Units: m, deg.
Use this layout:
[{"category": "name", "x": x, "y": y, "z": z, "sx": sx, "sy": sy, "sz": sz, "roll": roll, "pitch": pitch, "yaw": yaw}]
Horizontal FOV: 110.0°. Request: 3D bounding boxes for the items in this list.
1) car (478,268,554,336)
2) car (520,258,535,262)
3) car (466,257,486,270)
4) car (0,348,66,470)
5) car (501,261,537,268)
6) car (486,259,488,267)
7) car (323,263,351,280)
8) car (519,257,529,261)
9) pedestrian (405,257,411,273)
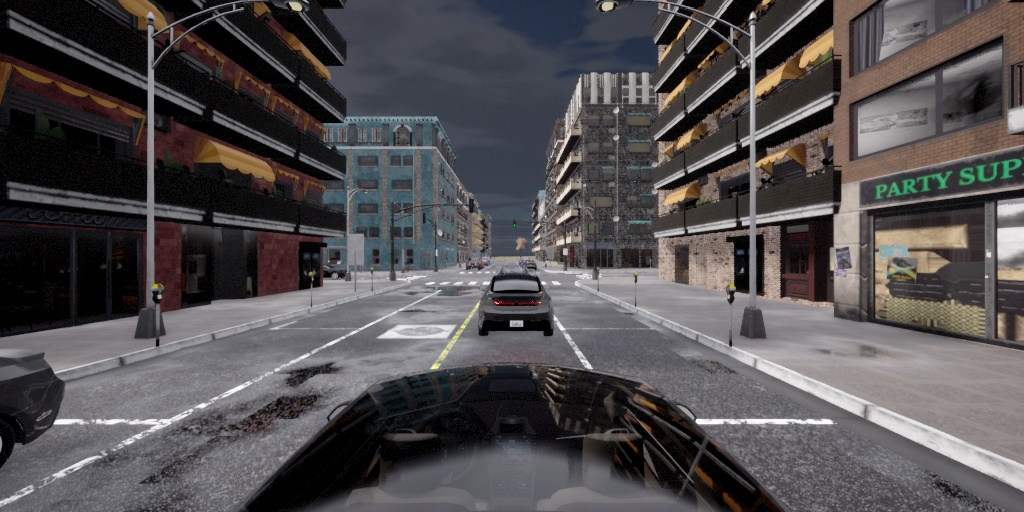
[{"category": "car", "x": 0.094, "y": 1.254, "z": 10.367, "sx": 1.837, "sy": 1.490, "sz": 4.892, "roll": 0, "pitch": 0, "yaw": 0}, {"category": "car", "x": 2.551, "y": 1.303, "z": 50.943, "sx": 1.948, "sy": 1.339, "sz": 4.313, "roll": 0, "pitch": 0, "yaw": 0}, {"category": "car", "x": -5.329, "y": 1.051, "z": 50.941, "sx": 2.192, "sy": 1.841, "sz": 5.009, "roll": 0, "pitch": 0, "yaw": 0}, {"category": "car", "x": -5.315, "y": 1.300, "z": 1.691, "sx": 2.007, "sy": 1.370, "sz": 4.403, "roll": 0, "pitch": 0, "yaw": 0}, {"category": "car", "x": 0.097, "y": 1.240, "z": 19.721, "sx": 2.128, "sy": 1.511, "sz": 4.902, "roll": 0, "pitch": 0, "yaw": 0}, {"category": "car", "x": -5.331, "y": 1.278, "z": 56.493, "sx": 1.888, "sy": 1.381, "sz": 4.507, "roll": 0, "pitch": 0, "yaw": 0}, {"category": "car", "x": -17.657, "y": 1.420, "z": 33.368, "sx": 5.008, "sy": 1.535, "sz": 1.882, "roll": -1, "pitch": 0, "yaw": 0}, {"category": "car", "x": 2.548, "y": 1.312, "z": 62.047, "sx": 1.802, "sy": 1.307, "sz": 4.207, "roll": 0, "pitch": 0, "yaw": 0}, {"category": "pedestrian", "x": -12.162, "y": 1.029, "z": 41.689, "sx": 0.375, "sy": 1.860, "sz": 0.375, "roll": 0, "pitch": 1, "yaw": 0}]
